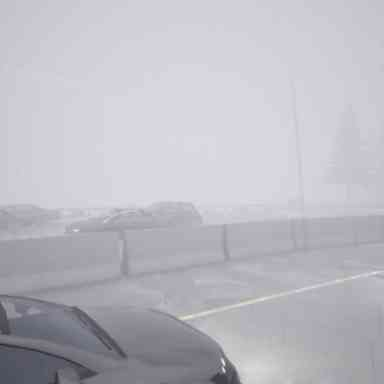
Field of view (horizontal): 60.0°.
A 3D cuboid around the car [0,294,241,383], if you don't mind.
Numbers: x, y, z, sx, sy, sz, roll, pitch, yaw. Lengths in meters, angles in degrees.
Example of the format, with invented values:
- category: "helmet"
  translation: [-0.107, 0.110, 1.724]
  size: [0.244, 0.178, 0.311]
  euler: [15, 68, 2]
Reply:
- category: "car"
  translation: [-1.590, 1.555, 2.511]
  size: [4.181, 1.385, 1.994]
  euler: [0, 0, -36]

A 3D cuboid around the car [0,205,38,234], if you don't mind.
- category: "car"
  translation: [-11.005, 1.546, 17.527]
  size: [4.718, 1.301, 1.895]
  euler: [0, 0, -35]

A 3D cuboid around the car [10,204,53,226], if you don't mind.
- category: "car"
  translation: [-11.351, 1.486, 21.550]
  size: [5.357, 1.411, 2.033]
  euler: [0, 0, -34]

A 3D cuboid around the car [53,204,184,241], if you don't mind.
- category: "car"
  translation: [-3.089, 1.461, 14.408]
  size: [4.902, 1.511, 2.128]
  euler: [0, 0, -33]

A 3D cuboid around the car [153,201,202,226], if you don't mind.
- category: "car"
  translation: [-1.703, 1.317, 19.430]
  size: [4.553, 1.767, 2.097]
  euler: [0, 0, -31]
